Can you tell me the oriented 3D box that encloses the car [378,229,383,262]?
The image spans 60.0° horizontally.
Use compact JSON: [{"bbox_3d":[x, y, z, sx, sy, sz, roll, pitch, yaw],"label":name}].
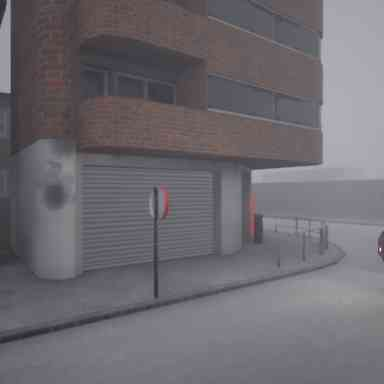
[{"bbox_3d":[8.040,1.215,10.348,5.566,2.045,2.150,0,0,-36],"label":"car"}]
